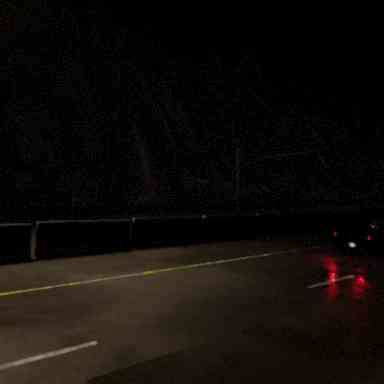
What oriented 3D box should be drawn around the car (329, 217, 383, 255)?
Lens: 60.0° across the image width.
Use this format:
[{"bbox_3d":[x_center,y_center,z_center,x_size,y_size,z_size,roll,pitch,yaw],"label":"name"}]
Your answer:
[{"bbox_3d":[7.813,1.690,13.739,4.718,1.301,1.895,0,0,-35],"label":"car"}]
